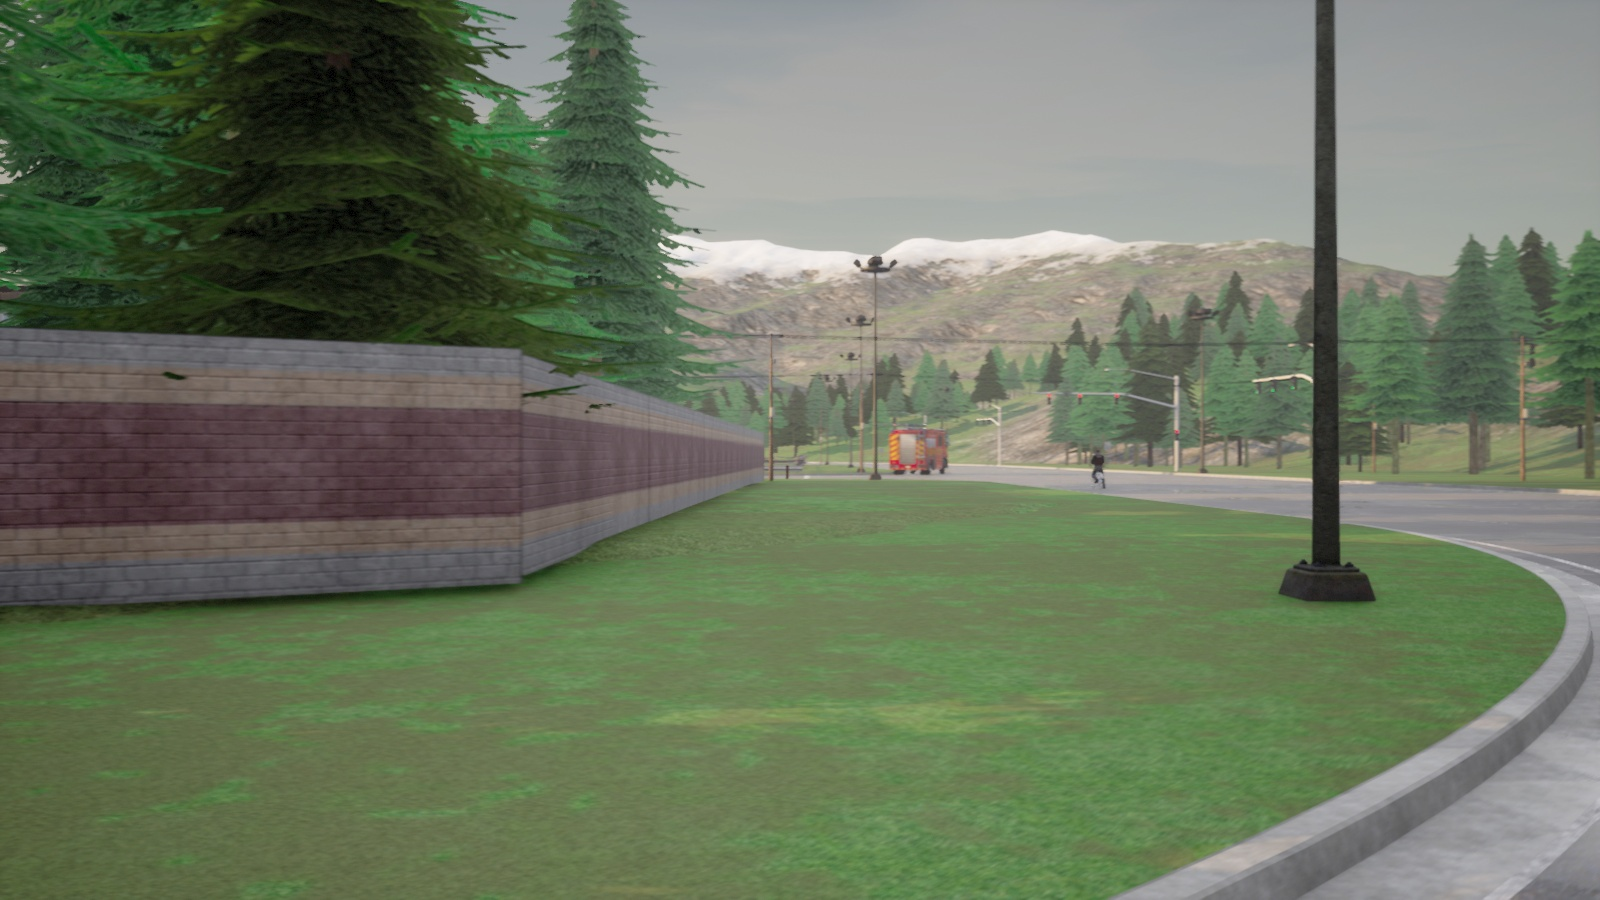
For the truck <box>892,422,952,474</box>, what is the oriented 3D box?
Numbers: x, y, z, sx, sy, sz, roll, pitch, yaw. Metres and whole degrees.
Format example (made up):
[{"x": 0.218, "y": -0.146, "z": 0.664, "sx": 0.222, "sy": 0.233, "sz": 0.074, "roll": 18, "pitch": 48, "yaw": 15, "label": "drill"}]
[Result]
[{"x": 9.440, "y": -0.128, "z": 96.502, "sx": 2.891, "sy": 3.827, "sz": 8.468, "roll": 0, "pitch": 0, "yaw": 18, "label": "truck"}]
